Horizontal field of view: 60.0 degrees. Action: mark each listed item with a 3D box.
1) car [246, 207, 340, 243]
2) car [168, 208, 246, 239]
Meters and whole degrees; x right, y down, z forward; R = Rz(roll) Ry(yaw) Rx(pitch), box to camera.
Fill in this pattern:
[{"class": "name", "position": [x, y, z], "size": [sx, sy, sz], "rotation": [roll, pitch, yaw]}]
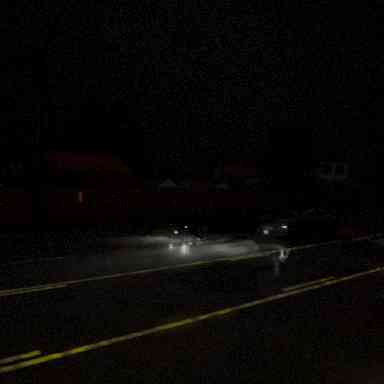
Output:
[{"class": "car", "position": [5.319, 1.533, 16.393], "size": [4.902, 1.511, 2.128], "rotation": [0, 0, -36]}, {"class": "car", "position": [1.382, 1.592, 17.881], "size": [5.357, 1.411, 2.033], "rotation": [0, 0, -36]}]
